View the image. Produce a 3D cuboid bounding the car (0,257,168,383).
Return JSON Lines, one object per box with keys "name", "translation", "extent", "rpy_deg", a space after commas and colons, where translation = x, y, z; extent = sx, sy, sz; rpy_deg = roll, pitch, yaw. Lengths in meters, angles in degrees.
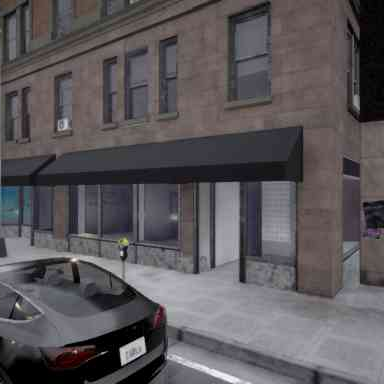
{"name": "car", "translation": [-2.260, 1.566, 4.413], "extent": [4.313, 1.339, 1.947], "rpy_deg": [0, 0, 35]}
